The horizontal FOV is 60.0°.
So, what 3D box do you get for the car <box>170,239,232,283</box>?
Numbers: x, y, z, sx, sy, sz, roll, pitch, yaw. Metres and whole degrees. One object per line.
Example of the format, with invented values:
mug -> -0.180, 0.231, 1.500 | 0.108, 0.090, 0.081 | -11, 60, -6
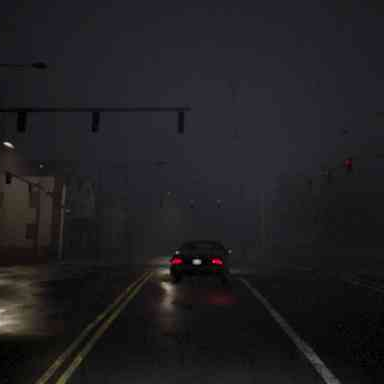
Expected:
car -> 0.462, 2.474, 12.390 | 2.033, 1.411, 5.357 | -1, -8, 7
